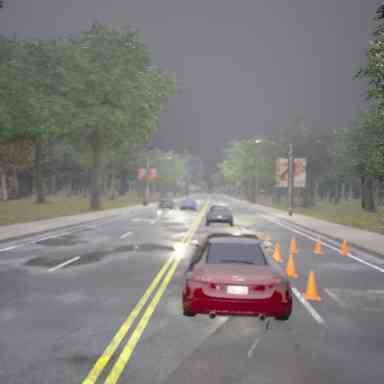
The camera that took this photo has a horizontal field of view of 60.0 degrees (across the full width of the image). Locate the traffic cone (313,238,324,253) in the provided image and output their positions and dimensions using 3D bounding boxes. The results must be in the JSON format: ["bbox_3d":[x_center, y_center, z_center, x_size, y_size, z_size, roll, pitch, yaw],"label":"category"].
[{"bbox_3d":[5.044,2.111,13.228,0.340,0.580,0.340,1,0,4],"label":"traffic cone"}]

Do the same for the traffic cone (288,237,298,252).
[{"bbox_3d":[4.047,2.092,13.294,0.340,0.580,0.340,1,0,4],"label":"traffic cone"}]

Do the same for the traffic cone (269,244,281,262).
[{"bbox_3d":[2.916,2.061,11.365,0.340,0.580,0.340,1,0,4],"label":"traffic cone"}]

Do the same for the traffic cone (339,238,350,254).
[{"bbox_3d":[6.042,2.131,13.161,0.340,0.580,0.340,1,0,4],"label":"traffic cone"}]

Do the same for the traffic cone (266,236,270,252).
[{"bbox_3d":[3.049,2.072,13.361,0.340,0.580,0.340,1,0,4],"label":"traffic cone"}]

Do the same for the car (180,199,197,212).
[{"bbox_3d":[-0.372,1.629,41.093,1.882,1.535,5.008,1,0,4],"label":"car"}]

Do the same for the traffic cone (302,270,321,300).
[{"bbox_3d":[2.650,2.039,7.374,0.340,0.580,0.340,1,0,4],"label":"traffic cone"}]

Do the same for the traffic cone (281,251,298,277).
[{"bbox_3d":[2.783,2.050,9.370,0.340,0.580,0.340,1,0,4],"label":"traffic cone"}]

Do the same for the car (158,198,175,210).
[{"bbox_3d":[-3.391,1.609,44.741,1.837,1.490,4.892,1,0,4],"label":"car"}]

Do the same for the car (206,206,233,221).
[{"bbox_3d":[2.044,1.708,25.021,1.994,1.385,4.181,1,0,4],"label":"car"}]

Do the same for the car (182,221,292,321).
[{"bbox_3d":[0.895,1.613,7.540,1.994,1.385,4.181,1,0,4],"label":"car"}]
